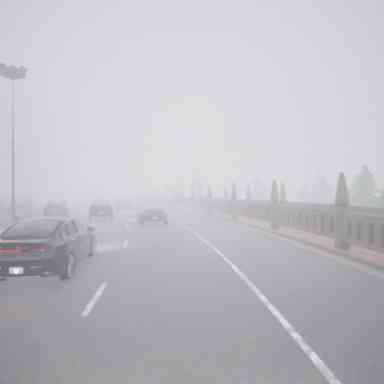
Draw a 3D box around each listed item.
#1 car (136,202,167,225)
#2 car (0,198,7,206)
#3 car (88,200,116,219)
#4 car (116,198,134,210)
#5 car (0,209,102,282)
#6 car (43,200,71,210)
[{"bbox_3d":[-2.862,1.457,23.341,1.812,1.442,4.674,0,0,-13],"label":"car"},{"bbox_3d":[-26.192,1.492,44.920,2.033,1.411,5.357,0,0,-29],"label":"car"},{"bbox_3d":[-7.661,1.411,27.942,1.882,1.535,5.008,0,0,-16],"label":"car"},{"bbox_3d":[-8.389,1.457,40.403,1.994,1.385,4.181,0,0,-23],"label":"car"},{"bbox_3d":[-4.128,1.487,9.790,1.837,1.490,4.892,0,0,-5],"label":"car"},{"bbox_3d":[-11.390,1.438,28.179,2.128,1.511,4.902,0,0,-17],"label":"car"}]
